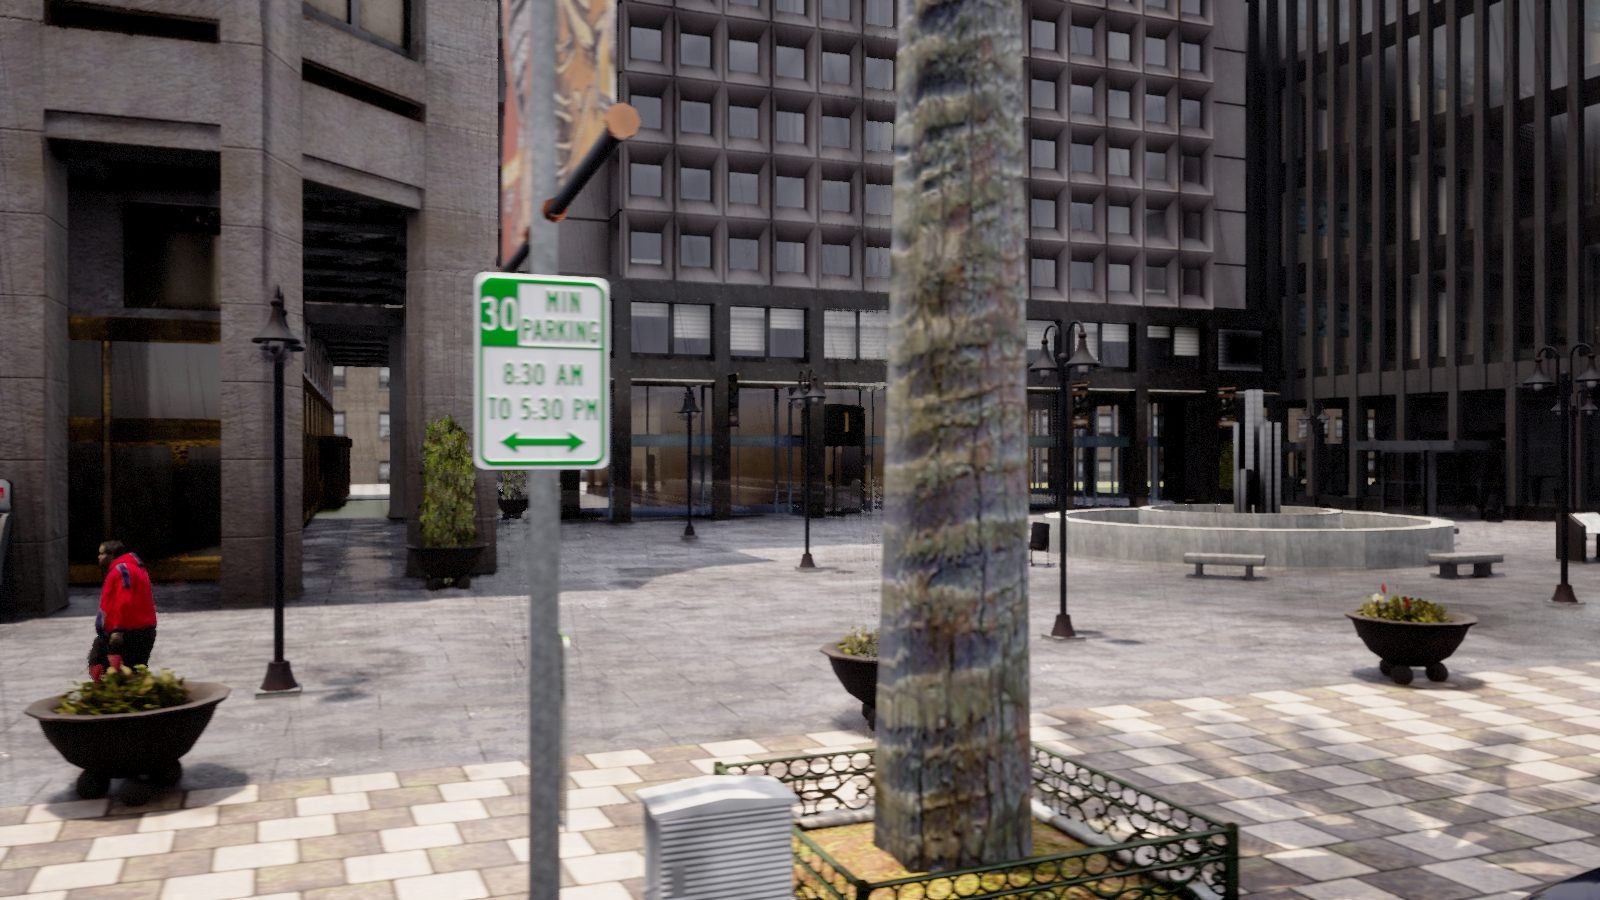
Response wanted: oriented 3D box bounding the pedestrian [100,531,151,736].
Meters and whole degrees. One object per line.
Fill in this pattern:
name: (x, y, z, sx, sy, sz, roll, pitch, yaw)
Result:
pedestrian: (-6.352, 1.707, 10.769, 0.375, 1.860, 0.375, 0, 0, -23)
